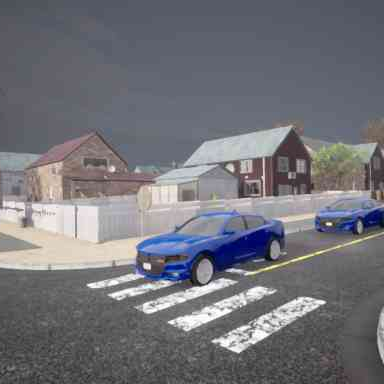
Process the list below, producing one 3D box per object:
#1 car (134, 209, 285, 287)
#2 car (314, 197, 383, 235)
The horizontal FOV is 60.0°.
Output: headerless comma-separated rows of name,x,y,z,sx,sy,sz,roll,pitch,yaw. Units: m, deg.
car,0.714,1.301,9.198,1.882,1.535,5.008,-1,1,44
car,7.744,1.043,15.978,5.008,1.535,1.882,-2,0,-42
